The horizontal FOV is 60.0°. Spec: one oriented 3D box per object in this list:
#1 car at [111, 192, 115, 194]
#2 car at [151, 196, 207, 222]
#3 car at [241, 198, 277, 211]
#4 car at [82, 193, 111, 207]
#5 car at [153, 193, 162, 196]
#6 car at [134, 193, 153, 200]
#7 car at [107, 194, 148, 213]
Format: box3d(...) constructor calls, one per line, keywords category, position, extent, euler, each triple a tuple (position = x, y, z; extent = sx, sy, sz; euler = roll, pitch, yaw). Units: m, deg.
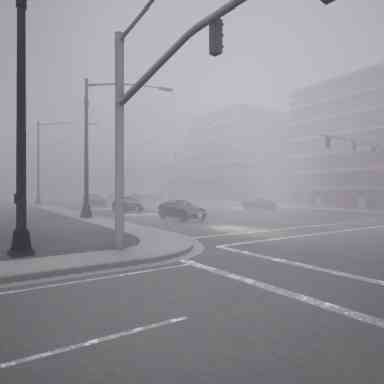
box3d(category="car", position=(-14.868, 0.708, 64.337), extent=(1.837, 1.490, 4.892), euler=(0, 1, -34))
box3d(category="car", position=(-0.814, 1.358, 24.992), extent=(2.128, 1.511, 4.902), euler=(0, 1, -34))
box3d(category="car", position=(7.568, 1.343, 37.893), extent=(1.994, 1.385, 4.181), euler=(0, 1, -34))
box3d(category="car", position=(-12.337, 1.013, 41.869), extent=(1.882, 1.535, 5.008), euler=(0, 1, -34))
box3d(category="car", position=(-6.956, 0.831, 58.999), extent=(2.128, 1.511, 4.902), euler=(0, 1, -34))
box3d(category="car", position=(-8.985, 0.844, 55.730), extent=(1.882, 1.535, 5.008), euler=(0, 1, -34))
box3d(category="car", position=(-6.542, 1.242, 33.376), extent=(1.812, 1.442, 4.674), euler=(0, 1, -34))
